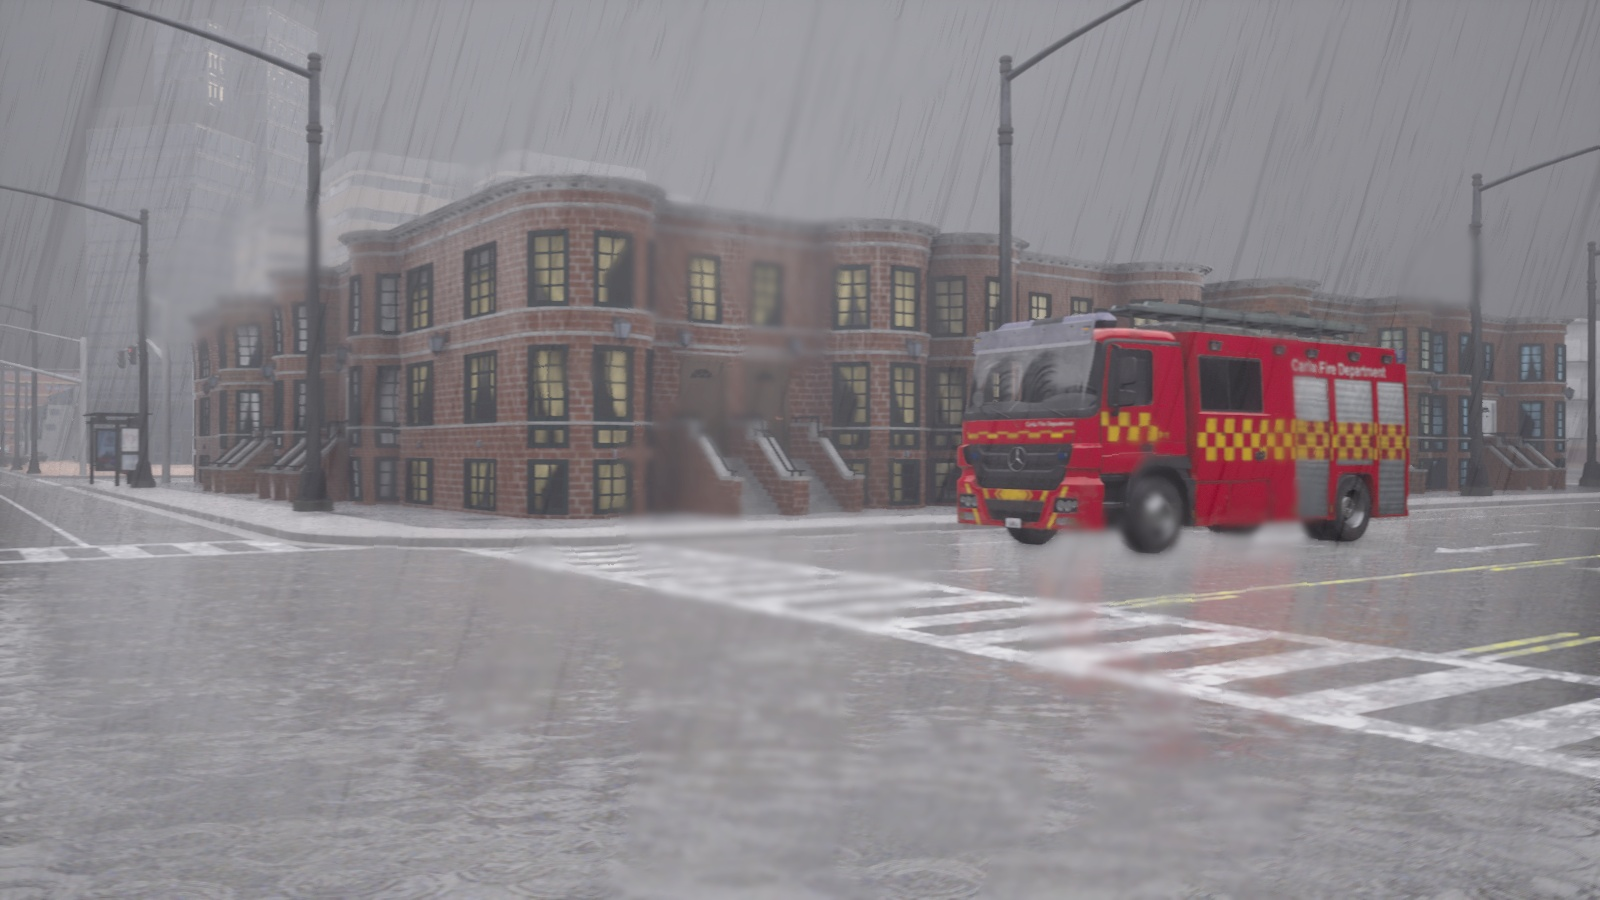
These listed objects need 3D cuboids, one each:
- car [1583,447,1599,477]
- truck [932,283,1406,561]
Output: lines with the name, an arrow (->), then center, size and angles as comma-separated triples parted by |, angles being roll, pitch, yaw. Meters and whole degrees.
car -> 47.901, 0.679, 72.129 | 2.097, 1.767, 4.553 | 0, 0, -26
truck -> 6.375, -0.382, 20.890 | 8.468, 3.827, 2.891 | 0, 0, -35
